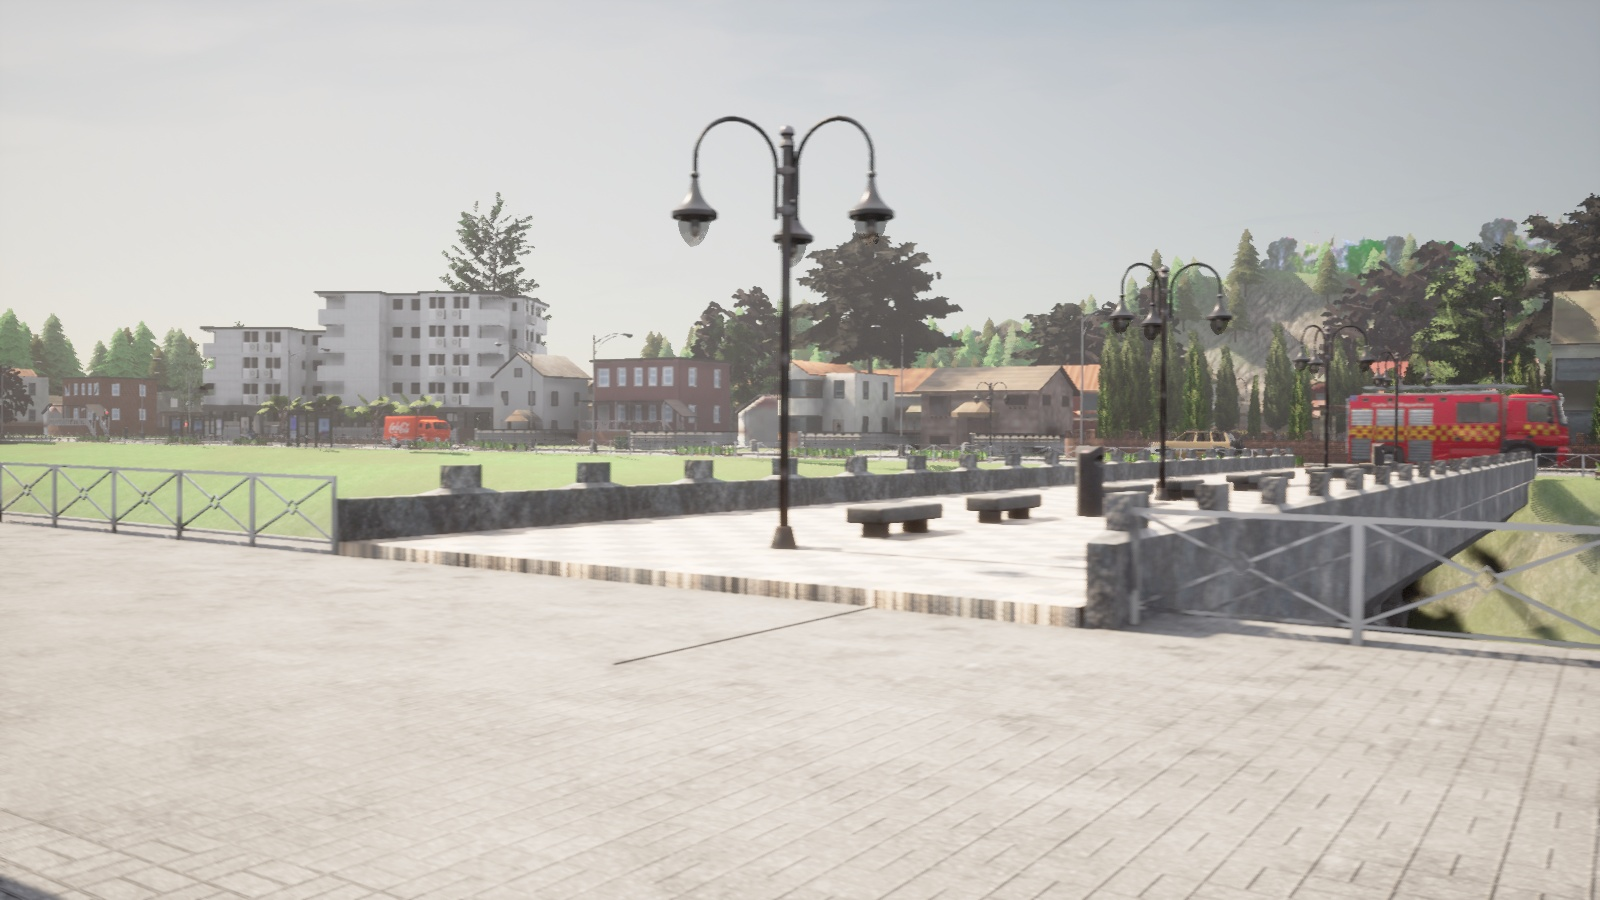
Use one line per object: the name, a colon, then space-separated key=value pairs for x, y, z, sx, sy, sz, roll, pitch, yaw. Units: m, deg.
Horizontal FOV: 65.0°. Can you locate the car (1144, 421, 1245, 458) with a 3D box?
car: x=20.316 y=-0.520 z=64.762 sx=4.605 sy=1.855 sz=1.932 roll=0 pitch=1 yaw=34

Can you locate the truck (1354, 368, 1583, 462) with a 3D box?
truck: x=28.808 y=-1.436 z=54.301 sx=8.468 sy=3.827 sz=2.891 roll=0 pitch=1 yaw=34

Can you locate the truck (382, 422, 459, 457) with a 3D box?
truck: x=-27.793 y=-0.758 z=91.914 sx=5.204 sy=2.467 sz=2.627 roll=0 pitch=1 yaw=34
